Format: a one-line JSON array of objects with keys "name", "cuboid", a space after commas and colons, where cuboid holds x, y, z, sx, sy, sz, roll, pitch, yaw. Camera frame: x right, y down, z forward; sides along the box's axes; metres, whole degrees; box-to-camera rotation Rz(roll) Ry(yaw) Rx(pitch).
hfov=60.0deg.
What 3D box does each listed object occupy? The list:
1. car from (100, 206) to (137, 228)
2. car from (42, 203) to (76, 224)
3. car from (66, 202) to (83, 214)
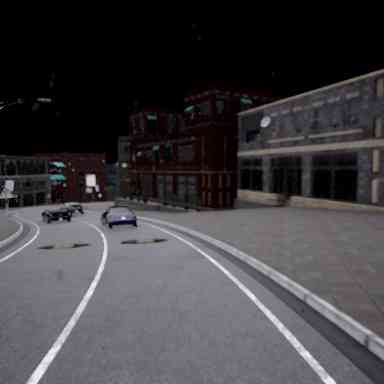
[{"name": "car", "cuboid": [-5.241, 1.683, 23.430, 1.994, 1.385, 4.181, -2, 0, -23]}, {"name": "car", "cuboid": [-11.824, 1.967, 28.982, 1.895, 1.301, 4.718, -3, 0, -31]}, {"name": "car", "cuboid": [-14.156, 1.899, 39.120, 1.837, 1.490, 4.892, -3, 0, -32]}]
